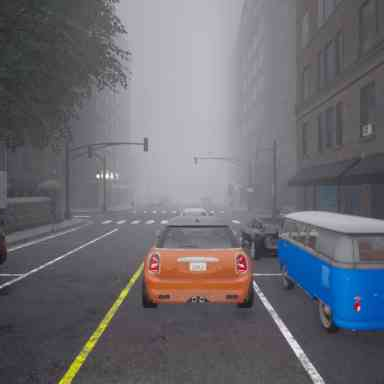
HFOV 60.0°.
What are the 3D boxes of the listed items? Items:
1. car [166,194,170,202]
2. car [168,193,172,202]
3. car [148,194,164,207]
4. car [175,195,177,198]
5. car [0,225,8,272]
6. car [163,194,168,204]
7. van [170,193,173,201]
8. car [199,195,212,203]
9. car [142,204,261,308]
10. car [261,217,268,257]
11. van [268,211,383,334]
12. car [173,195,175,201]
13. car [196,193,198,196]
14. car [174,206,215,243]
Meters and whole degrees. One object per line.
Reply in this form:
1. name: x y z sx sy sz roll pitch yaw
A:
1. car: -5.649 1.515 61.073 1.887 1.381 4.507 0 0 0
2. car: -5.647 1.515 66.524 1.887 1.381 4.507 0 0 0
3. car: -5.652 1.498 50.001 1.752 1.417 4.829 0 0 0
4. car: -5.642 1.290 82.876 2.192 1.841 5.009 0 0 0
5. car: -5.667 1.314 6.482 2.192 1.841 5.009 0 0 0
6. car: -5.650 1.522 55.622 2.008 1.369 4.403 0 0 0
7. van: -5.646 1.312 71.974 1.690 1.788 3.998 0 0 0
8. car: 2.877 1.411 66.557 1.967 1.590 4.097 0 0 0
9. car: 0.105 1.351 8.074 2.097 1.767 4.553 0 0 0
10. car: 2.860 1.563 12.180 1.947 1.339 4.313 0 0 0
11. van: 2.858 1.340 6.520 1.690 1.788 3.998 0 0 0
12. car: -5.643 1.523 77.425 2.008 1.369 4.403 0 0 0
13. car: 2.887 1.507 93.969 1.752 1.417 4.829 0 0 0
14. car: 0.107 1.521 17.075 1.812 1.442 4.674 0 0 0
